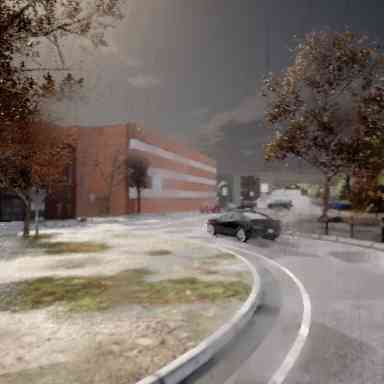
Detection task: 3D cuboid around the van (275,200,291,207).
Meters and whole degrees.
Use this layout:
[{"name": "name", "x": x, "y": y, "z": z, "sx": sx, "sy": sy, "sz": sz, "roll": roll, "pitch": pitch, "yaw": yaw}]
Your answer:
[{"name": "van", "x": 25.080, "y": 3.128, "z": 91.621, "sx": 4.442, "sy": 1.987, "sz": 1.878, "roll": 0, "pitch": -1, "yaw": 17}]

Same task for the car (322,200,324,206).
[{"name": "car", "x": 34.627, "y": 3.121, "z": 80.030, "sx": 4.892, "sy": 1.521, "sz": 2.231, "roll": 0, "pitch": -1, "yaw": 16}]

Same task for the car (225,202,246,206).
[{"name": "car", "x": 6.915, "y": 2.688, "z": 53.683, "sx": 2.033, "sy": 1.411, "sz": 5.357, "roll": 0, "pitch": -1, "yaw": 17}]

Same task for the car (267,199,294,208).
[{"name": "car", "x": 19.318, "y": 2.707, "z": 72.702, "sx": 5.566, "sy": 2.045, "sz": 2.435, "roll": 0, "pitch": -1, "yaw": 17}]

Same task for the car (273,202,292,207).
[{"name": "car", "x": 24.136, "y": 3.329, "z": 88.949, "sx": 4.792, "sy": 1.488, "sz": 2.163, "roll": 0, "pitch": -1, "yaw": 17}]

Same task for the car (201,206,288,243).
[{"name": "car", "x": 2.604, "y": 1.713, "z": 17.699, "sx": 1.882, "sy": 1.535, "sz": 5.008, "roll": 1, "pitch": -1, "yaw": -26}]

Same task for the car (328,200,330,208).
[{"name": "car", "x": 32.236, "y": 2.700, "z": 72.040, "sx": 5.566, "sy": 2.045, "sz": 2.435, "roll": 0, "pitch": -1, "yaw": 16}]

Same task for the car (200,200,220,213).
[{"name": "car", "x": 2.930, "y": 2.335, "z": 52.419, "sx": 2.150, "sy": 2.045, "sz": 5.566, "roll": 0, "pitch": -2, "yaw": 18}]

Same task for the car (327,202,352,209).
[{"name": "car", "x": 33.036, "y": 3.008, "z": 74.613, "sx": 4.892, "sy": 1.521, "sz": 2.231, "roll": 0, "pitch": -1, "yaw": 16}]

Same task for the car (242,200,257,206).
[{"name": "car", "x": 11.301, "y": 2.682, "z": 68.104, "sx": 2.150, "sy": 2.045, "sz": 5.566, "roll": 0, "pitch": -1, "yaw": 17}]

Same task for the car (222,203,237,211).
[{"name": "car", "x": 7.699, "y": 2.953, "z": 67.470, "sx": 2.128, "sy": 1.511, "sz": 4.902, "roll": 0, "pitch": -1, "yaw": 17}]

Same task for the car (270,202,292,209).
[{"name": "car", "x": 20.947, "y": 3.076, "z": 78.109, "sx": 5.008, "sy": 1.535, "sz": 2.097, "roll": 0, "pitch": -1, "yaw": 17}]

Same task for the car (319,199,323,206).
[{"name": "car", "x": 37.067, "y": 3.314, "z": 88.141, "sx": 4.792, "sy": 1.488, "sz": 2.163, "roll": 0, "pitch": -1, "yaw": 17}]

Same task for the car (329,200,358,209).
[{"name": "car", "x": 30.560, "y": 2.697, "z": 66.508, "sx": 4.553, "sy": 1.767, "sz": 2.185, "roll": 0, "pitch": -1, "yaw": 16}]

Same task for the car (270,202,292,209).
[{"name": "car", "x": 20.146, "y": 3.057, "z": 75.397, "sx": 4.674, "sy": 1.452, "sz": 2.002, "roll": 0, "pitch": -1, "yaw": 17}]

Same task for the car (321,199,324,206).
[{"name": "car", "x": 35.429, "y": 3.175, "z": 82.738, "sx": 5.008, "sy": 1.535, "sz": 2.097, "roll": 0, "pitch": -1, "yaw": 16}]

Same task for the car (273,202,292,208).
[{"name": "car", "x": 23.364, "y": 3.284, "z": 86.231, "sx": 4.674, "sy": 1.452, "sz": 2.002, "roll": 0, "pitch": -1, "yaw": 17}]
